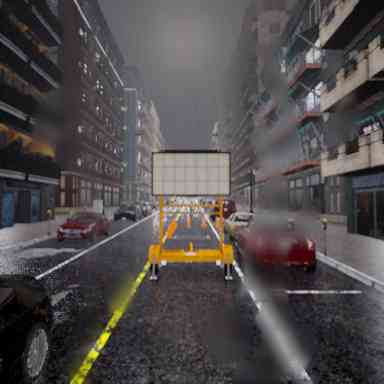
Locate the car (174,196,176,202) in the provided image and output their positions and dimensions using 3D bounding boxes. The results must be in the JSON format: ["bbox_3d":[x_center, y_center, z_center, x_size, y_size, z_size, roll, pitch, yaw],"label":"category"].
[{"bbox_3d":[-5.332,1.957,78.924,1.752,1.417,4.829,2,0,0],"label":"car"}]

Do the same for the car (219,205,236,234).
[{"bbox_3d":[2.581,1.616,16.955,1.752,1.417,4.829,2,0,0],"label":"car"}]

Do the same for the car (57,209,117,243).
[{"bbox_3d":[-5.300,1.672,16.786,1.802,1.307,4.206,2,0,0],"label":"car"}]

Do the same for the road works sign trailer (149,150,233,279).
[{"bbox_3d":[-0.028,0.519,10.199,2.380,3.560,2.880,0,0,0],"label":"road works sign trailer"}]

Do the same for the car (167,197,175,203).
[{"bbox_3d":[-5.335,1.990,84.588,1.752,1.417,4.829,2,0,0],"label":"car"}]

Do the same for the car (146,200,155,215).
[{"bbox_3d":[-5.304,1.622,33.780,1.967,1.590,4.097,2,0,0],"label":"car"}]

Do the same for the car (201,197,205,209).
[{"bbox_3d":[2.566,1.770,45.278,1.752,1.417,4.829,2,0,0],"label":"car"}]

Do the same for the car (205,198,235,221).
[{"bbox_3d":[2.582,1.466,28.116,2.192,1.841,5.009,2,0,0],"label":"car"}]

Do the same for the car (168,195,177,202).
[{"bbox_3d":[-5.331,1.814,90.425,2.192,1.841,5.009,2,0,0],"label":"car"}]

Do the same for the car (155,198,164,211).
[{"bbox_3d":[-5.314,1.795,45.109,2.008,1.369,4.403,2,0,0],"label":"car"}]

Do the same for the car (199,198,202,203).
[{"bbox_3d":[2.559,1.872,56.437,1.947,1.339,4.313,2,0,0],"label":"car"}]

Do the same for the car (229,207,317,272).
[{"bbox_3d":[2.587,1.500,11.122,1.967,1.590,4.097,2,0,0],"label":"car"}]

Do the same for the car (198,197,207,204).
[{"bbox_3d":[2.547,1.983,79.093,2.008,1.369,4.403,2,0,0],"label":"car"}]

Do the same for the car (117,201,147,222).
[{"bbox_3d":[-5.306,1.717,28.115,1.947,1.339,4.313,2,0,0],"label":"car"}]

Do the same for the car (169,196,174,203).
[{"bbox_3d":[-5.326,1.912,67.767,1.887,1.381,4.507,2,0,0],"label":"car"}]

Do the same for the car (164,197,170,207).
[{"bbox_3d":[-5.320,1.851,56.438,1.887,1.381,4.507,2,0,0],"label":"car"}]

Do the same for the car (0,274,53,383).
[{"bbox_3d":[-2.752,1.541,2.722,1.812,1.442,4.674,0,0,0],"label":"car"}]
